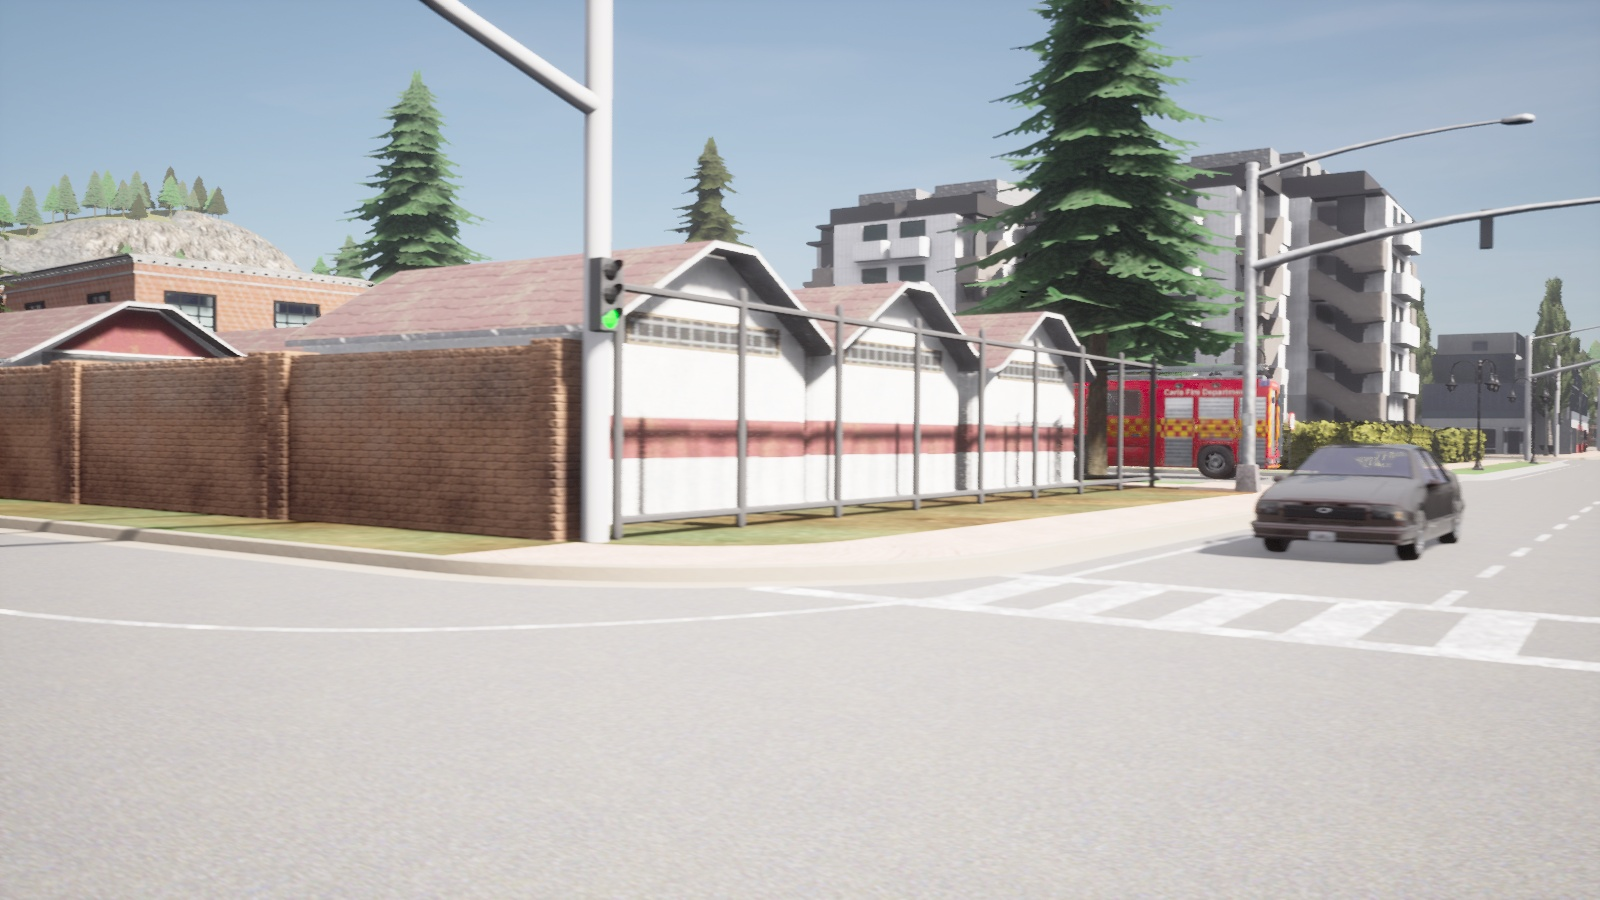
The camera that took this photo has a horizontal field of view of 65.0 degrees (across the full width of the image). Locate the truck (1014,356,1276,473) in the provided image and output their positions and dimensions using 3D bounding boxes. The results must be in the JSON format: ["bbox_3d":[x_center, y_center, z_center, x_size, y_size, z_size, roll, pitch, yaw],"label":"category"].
[{"bbox_3d":[12.100,-1.186,44.292,8.468,3.827,2.891,0,1,28],"label":"truck"}]

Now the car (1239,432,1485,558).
[{"bbox_3d":[7.783,0.476,17.034,2.033,1.411,5.357,0,1,35],"label":"car"}]
